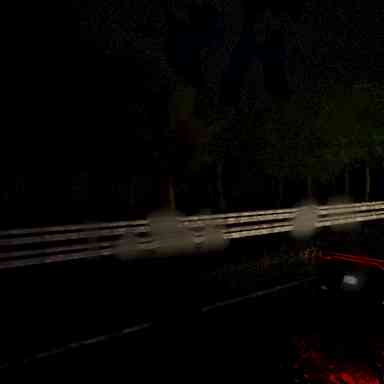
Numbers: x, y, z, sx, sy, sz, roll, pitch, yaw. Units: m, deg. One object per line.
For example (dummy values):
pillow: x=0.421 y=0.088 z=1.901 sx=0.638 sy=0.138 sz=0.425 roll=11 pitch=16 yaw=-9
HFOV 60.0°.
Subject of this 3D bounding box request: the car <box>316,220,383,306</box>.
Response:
car: x=4.769 y=1.320 z=7.187 sx=5.008 sy=1.535 sz=1.882 roll=-1 pitch=1 yaw=-35
